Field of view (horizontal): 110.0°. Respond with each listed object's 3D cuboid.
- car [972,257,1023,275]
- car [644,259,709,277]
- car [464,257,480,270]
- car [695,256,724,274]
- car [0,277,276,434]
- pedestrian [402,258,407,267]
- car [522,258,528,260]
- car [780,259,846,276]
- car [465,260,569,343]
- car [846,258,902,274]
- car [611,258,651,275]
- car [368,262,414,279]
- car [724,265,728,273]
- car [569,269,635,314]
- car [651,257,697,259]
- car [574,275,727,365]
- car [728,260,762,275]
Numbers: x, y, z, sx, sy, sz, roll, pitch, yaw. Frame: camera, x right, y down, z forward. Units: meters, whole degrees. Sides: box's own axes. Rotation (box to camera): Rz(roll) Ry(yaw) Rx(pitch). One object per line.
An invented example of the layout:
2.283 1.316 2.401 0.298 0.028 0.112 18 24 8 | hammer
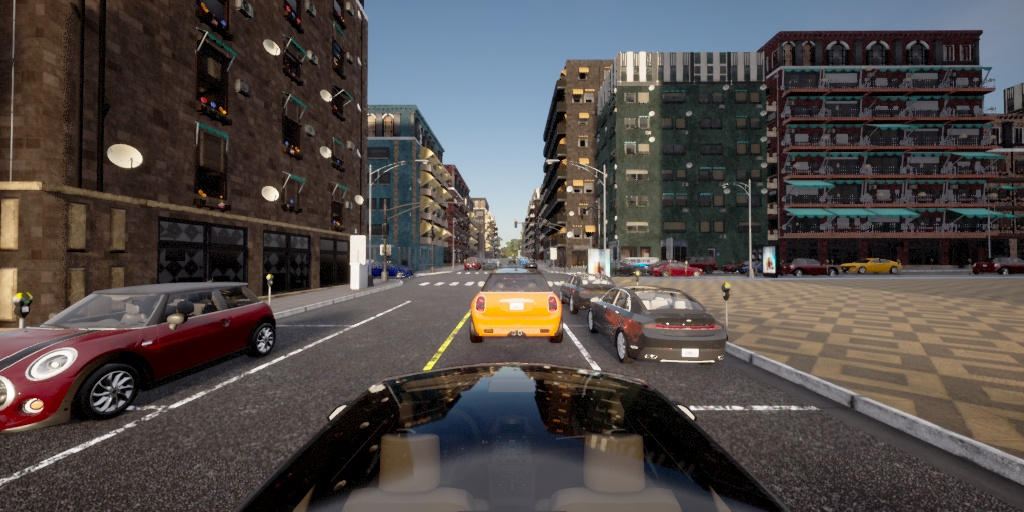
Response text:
41.352 0.811 29.856 4.097 1.591 1.967 0 0 0 | car
13.715 1.162 30.062 4.207 1.307 1.802 0 0 0 | car
-5.676 1.083 51.673 2.192 1.841 5.009 0 0 0 | car
19.307 0.977 38.401 5.009 1.841 2.192 0 0 0 | car
-5.818 1.191 5.635 1.967 1.591 4.097 0 0 0 | car
-12.518 1.097 41.600 0.375 1.860 0.375 0 0 0 | pedestrian
2.704 1.334 51.631 1.948 1.339 4.313 0 0 0 | car
24.771 0.935 29.980 4.097 1.591 1.967 0 0 0 | car
0.100 1.104 9.848 2.097 1.767 4.553 0 0 0 | car
35.609 0.978 35.690 5.008 1.535 1.882 0 -1 0 | car
9.677 1.155 32.695 4.892 1.490 1.837 -1 -1 0 | car
-11.569 1.295 32.853 5.008 1.535 1.882 0 -1 0 | car
24.835 1.165 38.360 4.507 1.381 1.888 0 0 0 | car
2.824 1.304 13.438 2.007 1.370 4.403 0 0 0 | car
15.210 1.147 35.852 4.902 1.511 2.128 0 -1 0 | car
2.822 1.302 7.868 2.007 1.370 4.403 0 0 0 | car
25.160 1.126 35.778 5.357 1.411 2.033 0 -1 0 | car
